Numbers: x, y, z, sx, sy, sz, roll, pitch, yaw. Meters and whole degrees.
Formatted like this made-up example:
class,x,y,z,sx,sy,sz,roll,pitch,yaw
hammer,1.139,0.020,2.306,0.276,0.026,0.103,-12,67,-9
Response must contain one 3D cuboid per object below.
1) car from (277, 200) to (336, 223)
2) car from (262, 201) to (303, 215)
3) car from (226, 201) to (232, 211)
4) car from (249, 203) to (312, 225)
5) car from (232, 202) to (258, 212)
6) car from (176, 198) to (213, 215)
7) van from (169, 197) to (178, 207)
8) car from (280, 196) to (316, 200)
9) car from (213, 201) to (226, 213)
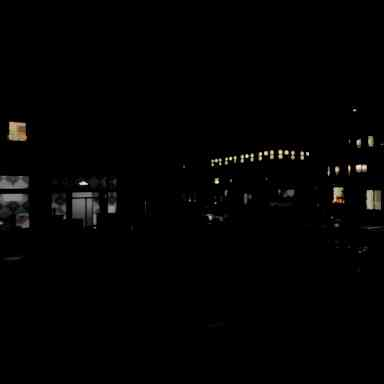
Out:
class,x,y,z,sx,sy,sz,roll,pitch,yaw
car,9.521,1.705,27.606,2.128,1.511,4.902,-1,0,-29
car,10.269,1.807,38.063,2.008,1.369,4.403,-1,0,-29
car,4.839,1.963,47.709,1.802,1.307,4.206,-1,0,-29
car,6.954,1.812,26.621,1.947,1.339,4.313,-1,0,-29
car,7.554,1.901,42.886,1.802,1.307,4.206,-1,0,-29
car,0.249,1.845,38.773,1.967,1.590,4.097,-1,0,-29
van,-3.313,1.905,62.179,1.690,1.788,3.998,-1,0,-29
car,9.996,1.457,33.314,2.150,2.045,5.566,-1,0,-30
car,1.669,1.875,41.561,1.882,1.535,5.008,-1,0,-29
